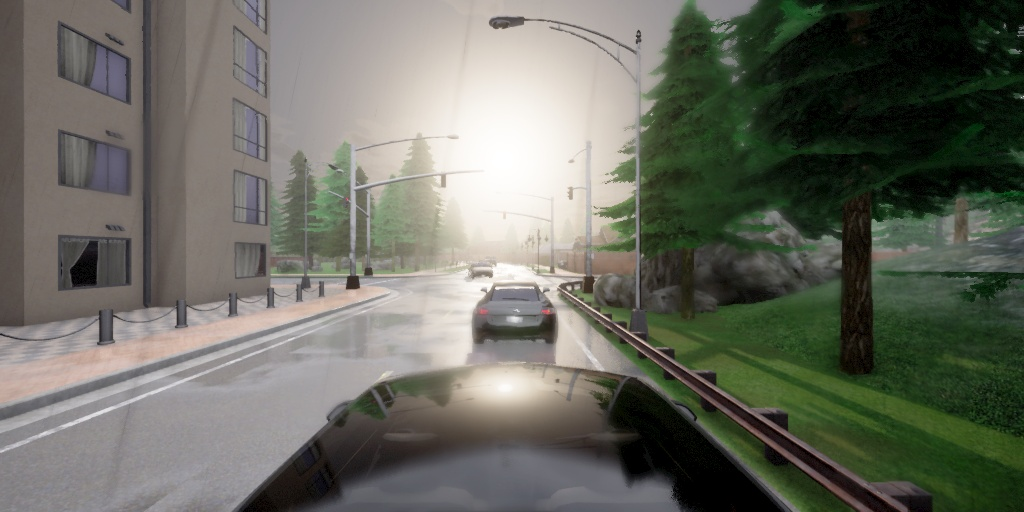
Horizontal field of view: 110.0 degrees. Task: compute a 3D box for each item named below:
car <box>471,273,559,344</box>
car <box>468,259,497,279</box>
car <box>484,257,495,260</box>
[{"bbox_3d":[0.081,1.314,9.577,1.994,1.385,4.181,0,0,1],"label":"car"},{"bbox_3d":[-2.911,1.276,32.134,2.033,1.411,5.357,0,0,-12],"label":"car"},{"bbox_3d":[-3.967,1.213,50.473,2.128,1.511,4.902,0,0,0],"label":"car"}]
